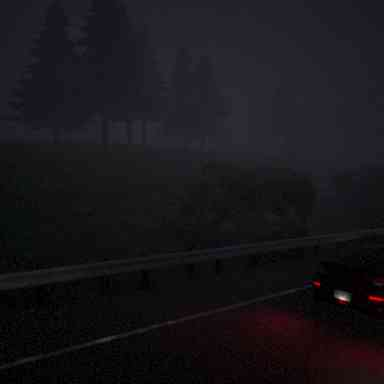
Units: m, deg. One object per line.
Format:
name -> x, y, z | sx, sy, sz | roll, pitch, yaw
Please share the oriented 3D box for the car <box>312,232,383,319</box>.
car -> 4.379, 1.564, 6.871 | 4.674, 1.442, 1.812 | 0, 0, -36
